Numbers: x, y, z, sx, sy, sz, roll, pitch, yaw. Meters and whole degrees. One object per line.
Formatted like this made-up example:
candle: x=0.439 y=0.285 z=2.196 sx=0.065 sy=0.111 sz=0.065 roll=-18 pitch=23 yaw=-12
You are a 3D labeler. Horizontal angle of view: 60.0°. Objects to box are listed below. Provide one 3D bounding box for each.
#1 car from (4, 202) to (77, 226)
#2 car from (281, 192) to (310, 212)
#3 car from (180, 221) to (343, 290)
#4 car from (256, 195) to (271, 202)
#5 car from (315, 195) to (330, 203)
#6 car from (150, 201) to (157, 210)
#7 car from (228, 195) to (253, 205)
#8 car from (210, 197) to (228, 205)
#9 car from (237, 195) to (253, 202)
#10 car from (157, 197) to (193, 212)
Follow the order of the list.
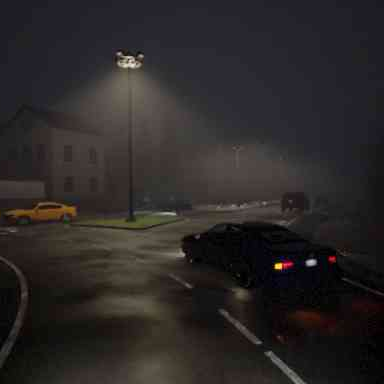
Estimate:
car: x=-11.150 y=1.555 z=24.748 sx=5.008 sy=1.535 sz=1.882 roll=0 pitch=0 yaw=-45
car: x=10.938 y=1.001 z=35.108 sx=2.150 sy=2.045 sz=5.566 roll=-1 pitch=0 yaw=28
car: x=1.435 y=1.507 z=9.118 sx=2.033 sy=1.411 sz=5.357 roll=-1 pitch=0 yaw=-24
car: x=14.179 y=1.266 z=65.801 sx=1.895 sy=1.301 sz=4.718 roll=-1 pitch=0 yaw=28
car: x=21.831 y=1.197 z=55.515 sx=1.895 sy=1.301 sz=4.718 roll=-1 pitch=0 yaw=28
car: x=-3.241 y=1.432 z=40.921 sx=2.128 sy=1.511 sz=4.902 roll=-1 pitch=0 yaw=29
car: x=7.973 y=1.295 z=54.284 sx=1.812 sy=1.442 sz=4.674 roll=-1 pitch=0 yaw=29
car: x=4.685 y=1.409 z=55.558 sx=1.895 sy=1.301 sz=4.718 roll=-1 pitch=0 yaw=29
car: x=10.698 y=1.267 z=66.714 sx=1.994 sy=1.385 sz=4.181 roll=-1 pitch=0 yaw=28
car: x=-1.584 y=1.494 z=36.747 sx=1.994 sy=1.385 sz=4.181 roll=-1 pitch=0 yaw=30
